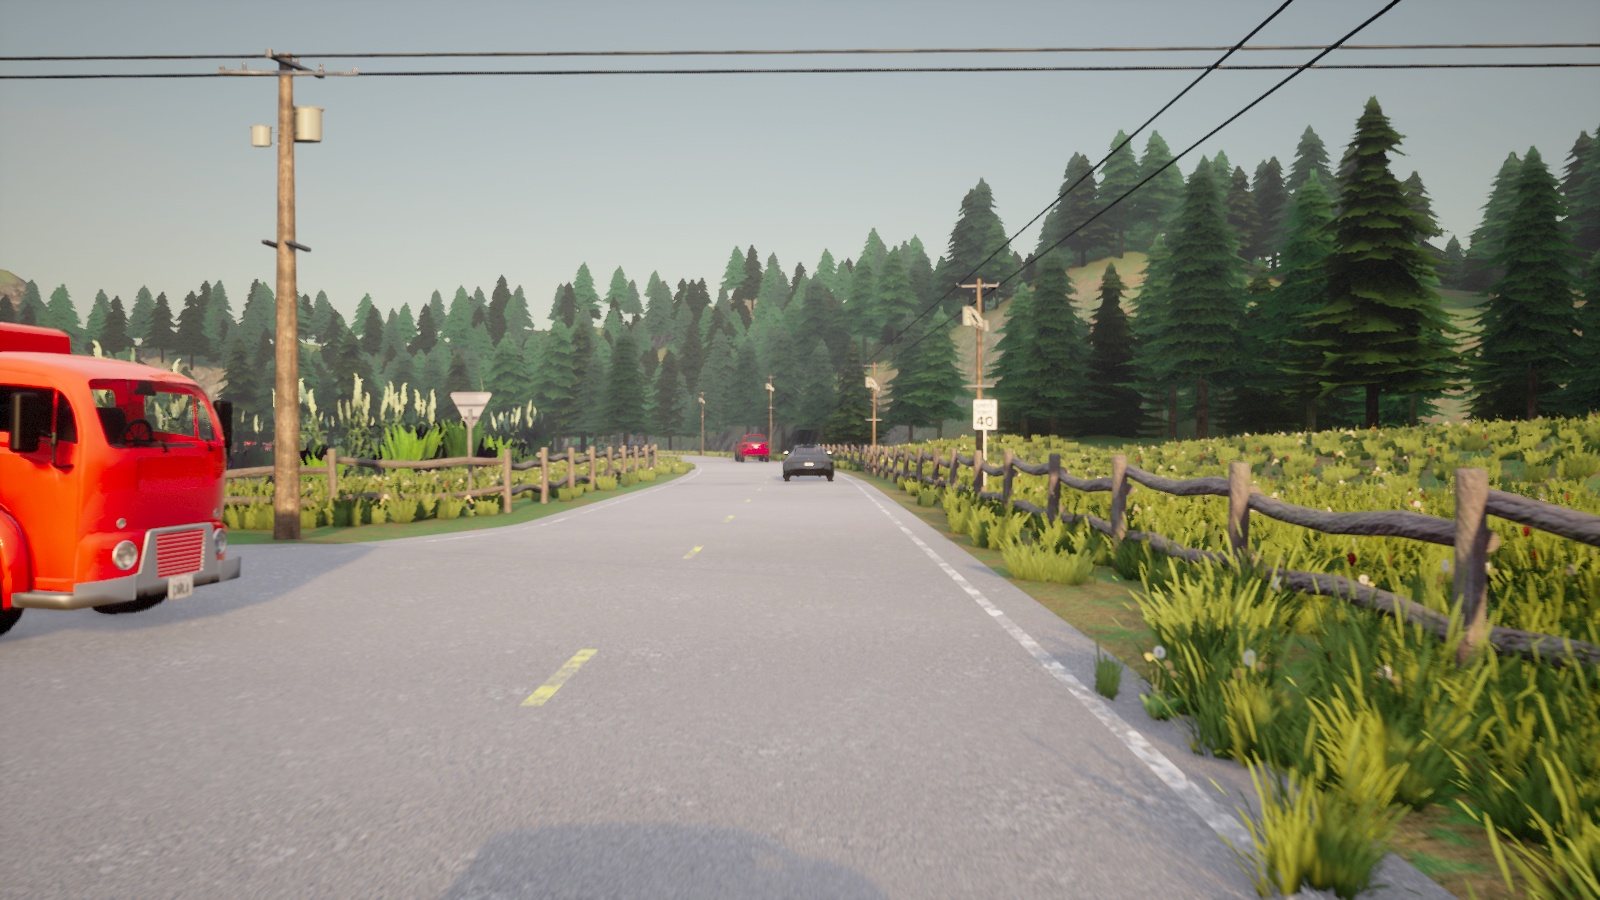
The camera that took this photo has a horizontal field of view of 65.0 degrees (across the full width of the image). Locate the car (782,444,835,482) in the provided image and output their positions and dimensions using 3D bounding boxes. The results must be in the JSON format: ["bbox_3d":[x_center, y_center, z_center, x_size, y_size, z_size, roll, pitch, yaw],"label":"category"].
[{"bbox_3d":[0.298,0.481,49.291,1.994,1.385,4.181,0,0,-1],"label":"car"}]

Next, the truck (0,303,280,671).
[{"bbox_3d":[-7.368,0.134,10.106,5.204,2.467,2.627,2,1,8],"label":"truck"}]

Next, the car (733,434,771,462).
[{"bbox_3d":[-3.637,-0.167,93.995,2.150,2.045,5.566,0,0,-9],"label":"car"}]
